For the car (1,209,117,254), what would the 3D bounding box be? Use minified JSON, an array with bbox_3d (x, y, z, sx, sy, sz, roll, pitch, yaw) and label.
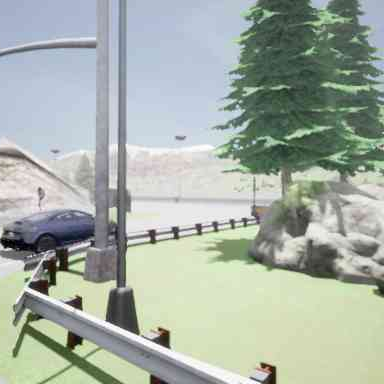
[{"bbox_3d":[-4.444,1.299,11.998,1.994,1.385,4.181,1,0,36],"label":"car"}]
